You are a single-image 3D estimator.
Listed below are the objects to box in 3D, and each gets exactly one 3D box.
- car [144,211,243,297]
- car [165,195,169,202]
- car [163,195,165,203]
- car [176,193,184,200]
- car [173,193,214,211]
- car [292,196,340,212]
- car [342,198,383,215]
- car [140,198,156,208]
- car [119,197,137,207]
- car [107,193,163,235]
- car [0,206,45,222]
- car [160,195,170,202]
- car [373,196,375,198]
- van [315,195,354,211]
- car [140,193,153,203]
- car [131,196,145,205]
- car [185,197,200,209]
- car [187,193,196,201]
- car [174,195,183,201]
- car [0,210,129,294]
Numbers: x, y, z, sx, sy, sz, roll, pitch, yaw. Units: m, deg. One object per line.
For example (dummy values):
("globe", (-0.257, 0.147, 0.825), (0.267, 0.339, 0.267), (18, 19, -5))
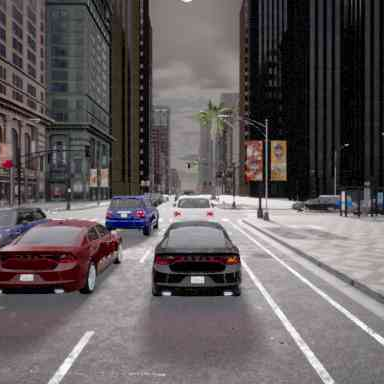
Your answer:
("car", (0.092, 1.477, 8.648), (1.882, 1.535, 5.008), (0, 0, 0))
("car", (-6.558, 1.598, 70.459), (1.895, 1.301, 4.718), (0, 0, 0))
("car", (-6.621, 1.224, 60.388), (2.150, 2.045, 5.566), (0, 0, 1))
("car", (-3.325, 1.193, 92.067), (2.097, 1.767, 4.553), (0, 0, 0))
("car", (0.086, 1.221, 18.607), (2.150, 2.045, 5.566), (0, 0, 0))
("car", (13.674, 1.487, 37.175), (4.892, 1.490, 1.837), (0, 0, 0))
("car", (17.044, 1.548, 31.316), (4.403, 1.369, 2.008), (0, 0, 0))
("car", (-6.620, 1.602, 50.620), (1.895, 1.301, 4.718), (0, 0, -1))
("car", (-9.926, 1.493, 51.868), (2.128, 1.511, 4.902), (0, 0, -3))
("car", (-3.194, 1.221, 18.664), (2.150, 2.045, 5.566), (0, 0, 2))
("car", (-6.613, 1.351, 11.672), (2.097, 1.767, 4.553), (0, 0, 0))
("car", (-6.566, 1.529, 80.654), (2.128, 1.511, 4.902), (0, 0, 0))
("car", (22.710, 1.284, 39.846), (5.009, 1.841, 2.192), (0, 0, 0))
("van", (17.033, 1.314, 39.840), (3.998, 1.788, 1.690), (0, 0, 0))
("car", (-9.810, 1.228, 71.911), (2.150, 2.045, 5.566), (0, 0, 0))
("car", (-9.863, 1.528, 61.513), (1.812, 1.442, 4.674), (0, 0, 0))
("car", (0.001, 1.479, 47.354), (1.882, 1.535, 5.008), (-1, 0, -3))
("car", (-0.069, 1.223, 82.960), (2.150, 2.045, 5.566), (0, 0, 0))
("car", (-3.317, 1.496, 81.677), (1.837, 1.490, 4.892), (0, 0, 0))
("car", (-3.157, 1.477, 8.800), (1.882, 1.535, 5.008), (0, 0, 0))
